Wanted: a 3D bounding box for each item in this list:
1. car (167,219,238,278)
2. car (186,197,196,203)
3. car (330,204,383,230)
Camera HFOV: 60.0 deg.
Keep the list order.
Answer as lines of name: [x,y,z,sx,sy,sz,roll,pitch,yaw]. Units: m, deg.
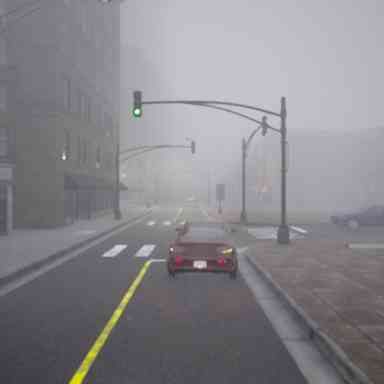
car: [0.417,1.548,10.153,1.812,1.442,4.674,0,0,6]
car: [-0.188,1.715,72.619,1.812,1.442,4.674,0,0,0]
car: [11.050,1.469,20.357,5.008,1.535,1.882,0,0,0]
